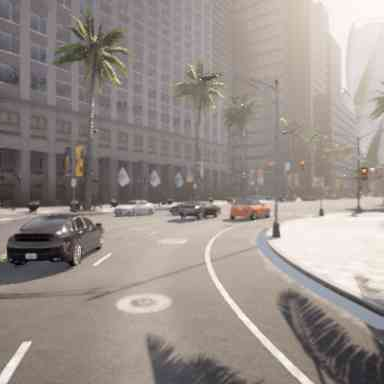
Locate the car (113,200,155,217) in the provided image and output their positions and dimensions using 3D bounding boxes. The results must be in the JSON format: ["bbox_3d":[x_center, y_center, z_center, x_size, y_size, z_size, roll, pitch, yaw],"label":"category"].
[{"bbox_3d":[-5.427,1.513,31.904,1.812,1.442,4.674,0,0,32],"label":"car"}]

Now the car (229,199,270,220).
[{"bbox_3d":[4.971,1.361,28.113,2.097,1.767,4.553,0,0,33],"label":"car"}]

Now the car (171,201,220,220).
[{"bbox_3d":[0.727,1.492,28.030,2.128,1.511,4.902,0,0,31],"label":"car"}]

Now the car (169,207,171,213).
[{"bbox_3d":[-0.410,1.568,33.279,1.994,1.385,4.181,0,0,37],"label":"car"}]

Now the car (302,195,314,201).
[{"bbox_3d":[29.470,1.571,84.149,2.161,1.482,4.786,0,0,36],"label":"car"}]

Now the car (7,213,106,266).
[{"bbox_3d":[-4.364,1.495,11.427,1.837,1.490,4.892,0,0,0],"label":"car"}]
